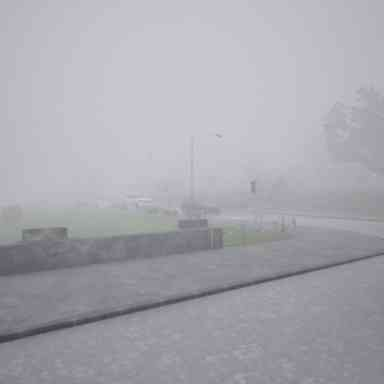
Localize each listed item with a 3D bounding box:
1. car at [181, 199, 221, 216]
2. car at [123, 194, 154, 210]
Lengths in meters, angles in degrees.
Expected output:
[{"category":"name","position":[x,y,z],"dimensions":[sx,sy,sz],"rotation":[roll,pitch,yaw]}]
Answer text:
[{"category":"car","position":[0.825,1.480,33.167],"dimensions":[1.882,1.535,5.008],"rotation":[0,0,-36]},{"category":"car","position":[-7.259,1.224,44.511],"dimensions":[2.150,2.045,5.566],"rotation":[0,0,-36]}]
